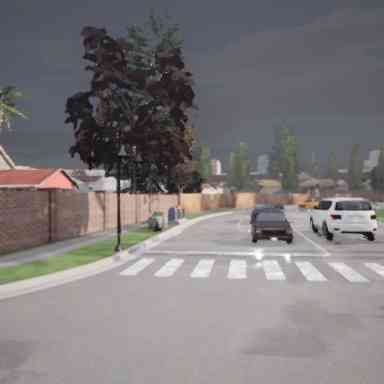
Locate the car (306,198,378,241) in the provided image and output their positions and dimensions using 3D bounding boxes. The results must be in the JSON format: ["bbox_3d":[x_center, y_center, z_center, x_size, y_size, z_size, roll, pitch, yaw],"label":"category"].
[{"bbox_3d":[7.773,1.315,17.505,2.150,2.045,5.566,-1,-1,9],"label":"car"}]

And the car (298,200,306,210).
[{"bbox_3d":[17.391,1.779,48.822,5.008,1.535,1.882,0,-1,-44],"label":"car"}]

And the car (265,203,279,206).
[{"bbox_3d":[5.859,1.810,27.034,1.895,1.301,4.718,-1,-1,14],"label":"car"}]

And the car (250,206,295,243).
[{"bbox_3d":[3.997,1.676,17.049,2.033,1.411,5.357,-1,-1,10],"label":"car"}]

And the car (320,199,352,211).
[{"bbox_3d":[20.380,1.784,46.919,5.357,1.411,2.033,0,-1,-41],"label":"car"}]

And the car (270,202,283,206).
[{"bbox_3d":[9.047,1.837,36.663,1.994,1.385,4.181,-1,-1,26],"label":"car"}]
